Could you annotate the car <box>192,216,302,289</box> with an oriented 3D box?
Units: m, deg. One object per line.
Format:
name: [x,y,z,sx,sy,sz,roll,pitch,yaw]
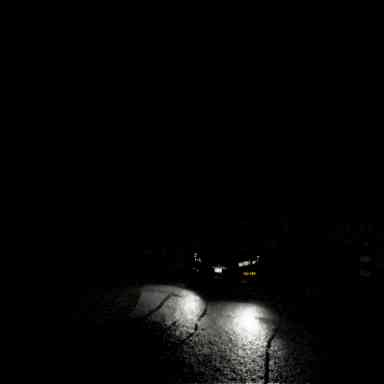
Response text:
car: [1.761,1.477,9.361,1.837,1.490,4.892,-3,-2,30]
